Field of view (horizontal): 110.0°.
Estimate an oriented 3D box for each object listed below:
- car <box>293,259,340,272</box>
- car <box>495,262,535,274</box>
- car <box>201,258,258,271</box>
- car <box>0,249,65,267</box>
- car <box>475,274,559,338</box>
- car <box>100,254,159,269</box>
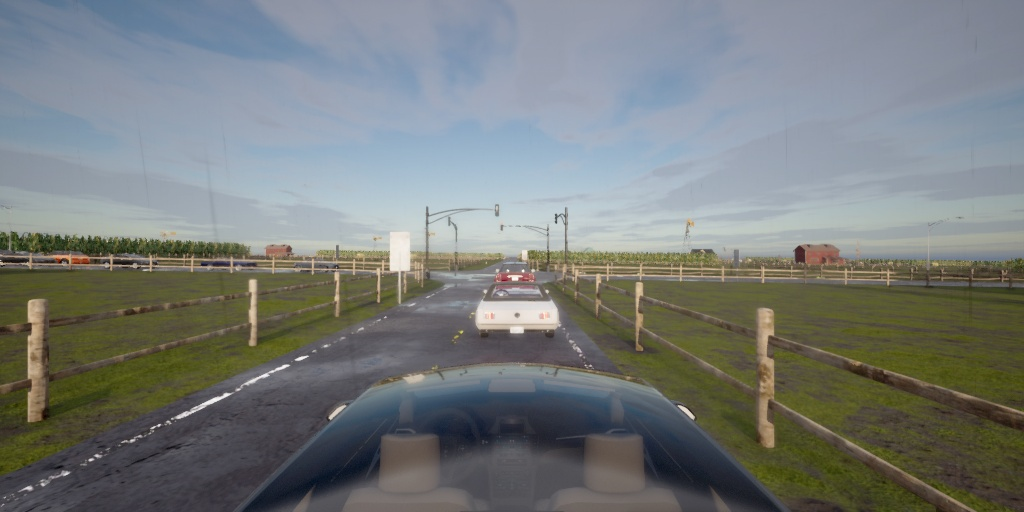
[{"bbox_3d":[-19.967,0.961,36.752,4.181,1.385,1.994,1,0,0],"label":"car"},{"bbox_3d":[0.178,1.103,19.146,2.097,1.767,4.553,0,0,1],"label":"car"},{"bbox_3d":[-28.860,0.837,36.775,4.718,1.301,1.895,1,0,0],"label":"car"},{"bbox_3d":[-49.849,0.365,36.894,4.892,1.490,1.837,1,0,1],"label":"car"},{"bbox_3d":[0.123,1.351,10.158,1.895,1.301,4.718,0,0,0],"label":"car"},{"bbox_3d":[-39.188,0.555,36.818,4.892,1.490,1.837,1,0,1],"label":"car"}]
